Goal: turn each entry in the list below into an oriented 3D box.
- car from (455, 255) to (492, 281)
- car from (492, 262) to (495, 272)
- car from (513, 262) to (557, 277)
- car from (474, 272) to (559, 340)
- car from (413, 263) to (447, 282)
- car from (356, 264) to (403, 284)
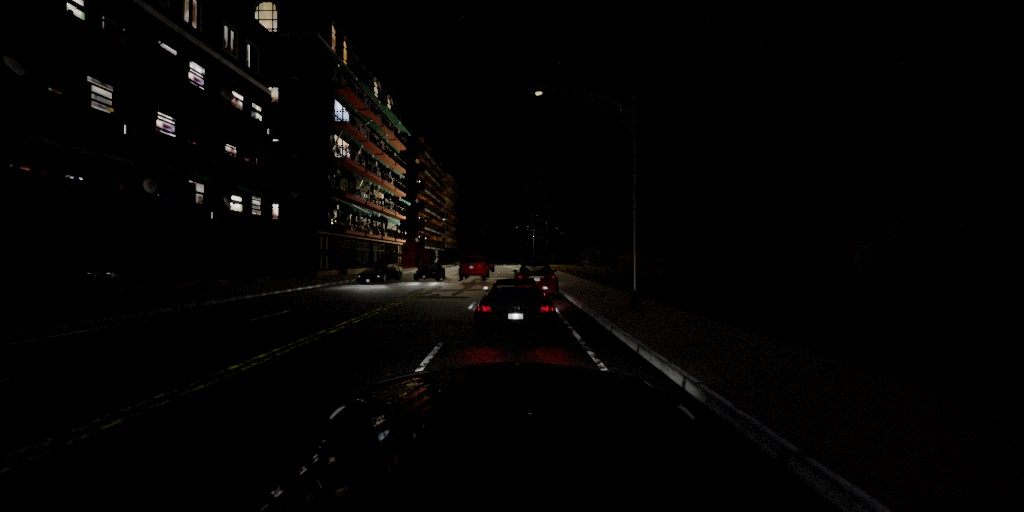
[{"bbox_3d":[-3.143,0.970,30.494,2.150,2.045,5.566,0,0,0],"label":"car"},{"bbox_3d":[-3.138,1.277,45.023,1.812,1.442,4.674,0,0,0],"label":"car"},{"bbox_3d":[1.141,1.103,18.579,2.097,1.767,4.553,0,0,0],"label":"car"},{"bbox_3d":[0.096,1.315,9.999,1.994,1.385,4.181,0,0,0],"label":"car"},{"bbox_3d":[-6.593,1.278,29.147,1.812,1.442,4.674,0,0,0],"label":"car"},{"bbox_3d":[-9.845,1.300,27.152,2.033,1.411,5.357,0,0,0],"label":"car"}]
